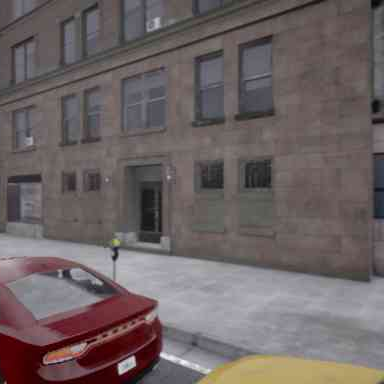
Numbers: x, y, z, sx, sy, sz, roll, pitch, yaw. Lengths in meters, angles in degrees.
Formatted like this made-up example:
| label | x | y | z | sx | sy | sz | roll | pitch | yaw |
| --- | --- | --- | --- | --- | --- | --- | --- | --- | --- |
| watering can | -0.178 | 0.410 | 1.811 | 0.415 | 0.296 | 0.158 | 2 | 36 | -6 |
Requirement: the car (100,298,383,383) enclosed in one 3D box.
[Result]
| label | x | y | z | sx | sy | sz | roll | pitch | yaw |
| --- | --- | --- | --- | --- | --- | --- | --- | --- | --- |
| car | 1.897 | 1.520 | 1.457 | 4.829 | 1.417 | 1.752 | 0 | 0 | 36 |

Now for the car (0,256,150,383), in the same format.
| label | x | y | z | sx | sy | sz | roll | pitch | yaw |
| --- | --- | --- | --- | --- | --- | --- | --- | --- | --- |
| car | -2.456 | 1.576 | 4.564 | 4.507 | 1.381 | 1.887 | 0 | 0 | 36 |
